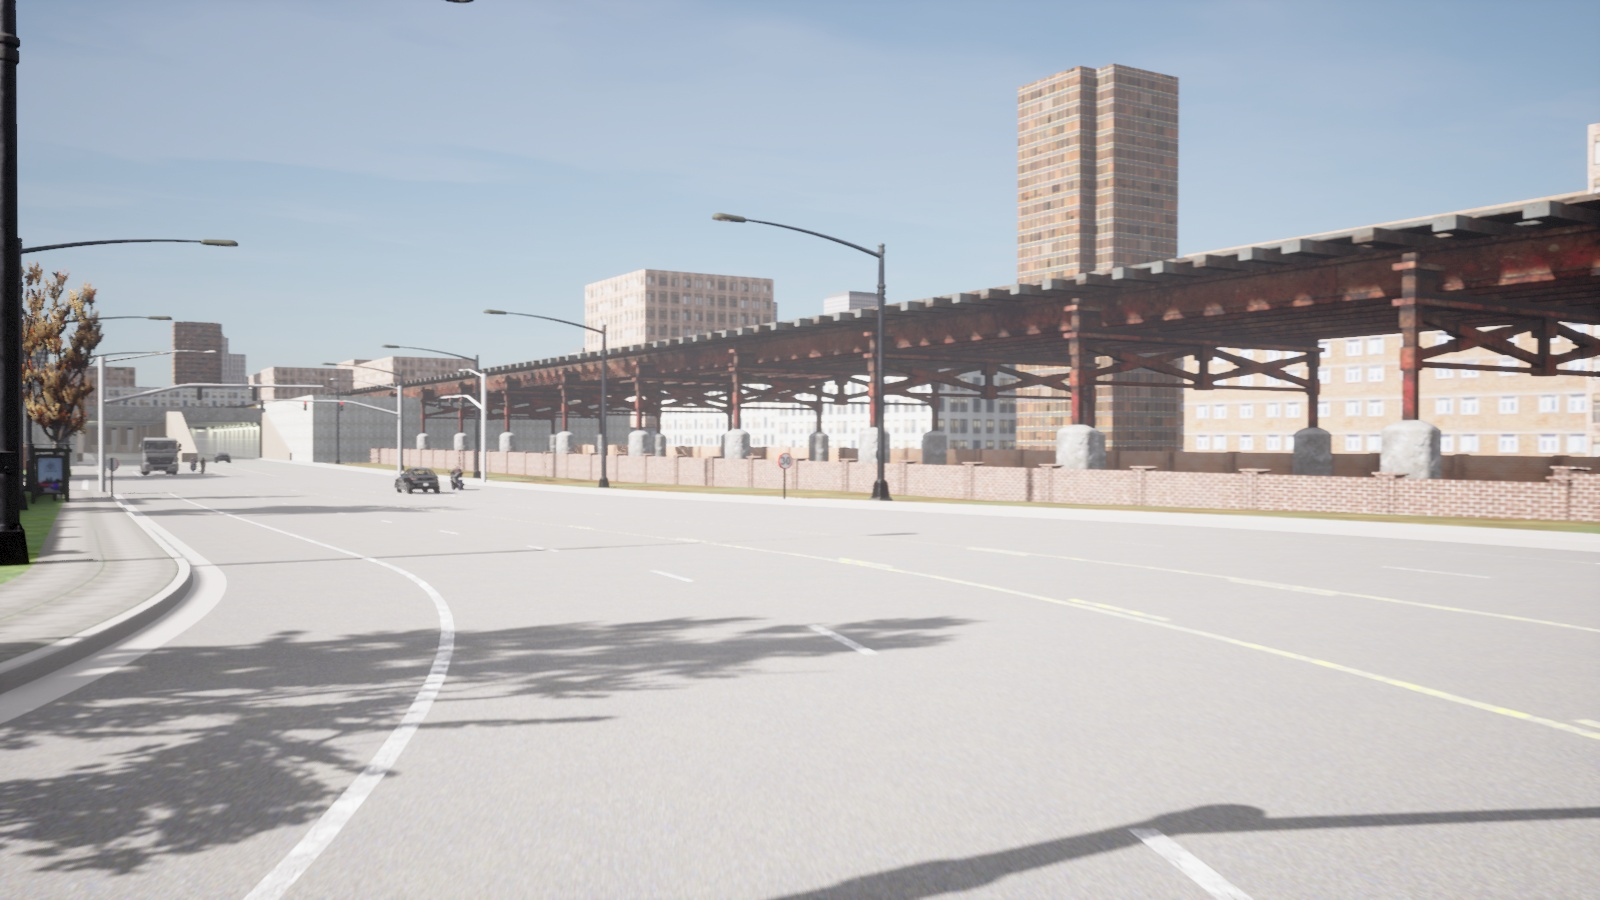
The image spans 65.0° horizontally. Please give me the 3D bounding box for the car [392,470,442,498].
[{"bbox_3d":[-21.978,1.912,71.944,1.816,1.474,4.193,-1,0,-30],"label":"car"}]

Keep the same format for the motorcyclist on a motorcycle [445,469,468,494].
[{"bbox_3d":[-21.271,1.944,77.742,0.866,1.530,2.191,-1,0,-30],"label":"motorcyclist on a motorcycle"}]
